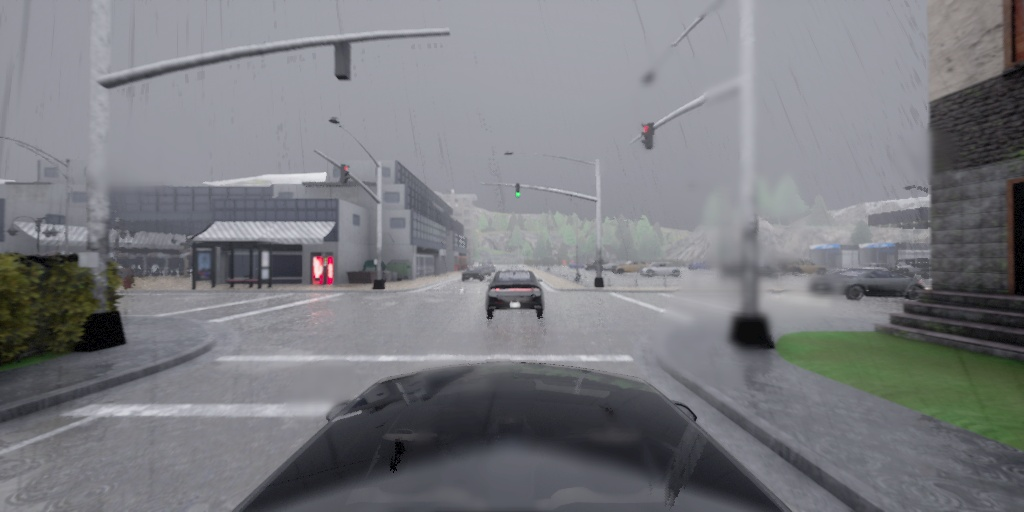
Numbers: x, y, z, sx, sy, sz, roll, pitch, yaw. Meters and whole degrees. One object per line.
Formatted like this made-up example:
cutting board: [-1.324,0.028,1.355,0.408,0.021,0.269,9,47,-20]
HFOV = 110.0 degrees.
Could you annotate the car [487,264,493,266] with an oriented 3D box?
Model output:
car: [-3.550,1.766,43.771,1.994,1.385,4.181,0,-1,0]

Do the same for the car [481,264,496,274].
car: [-3.485,1.873,53.777,1.994,1.385,4.181,0,-1,1]

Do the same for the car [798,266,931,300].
car: [16.439,1.299,16.795,4.181,1.385,1.994,0,-1,0]

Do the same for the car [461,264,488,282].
car: [-3.569,1.695,33.745,1.895,1.301,4.718,0,-1,0]

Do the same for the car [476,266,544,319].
car: [0.094,1.255,12.962,2.128,1.511,4.902,-1,-1,0]
